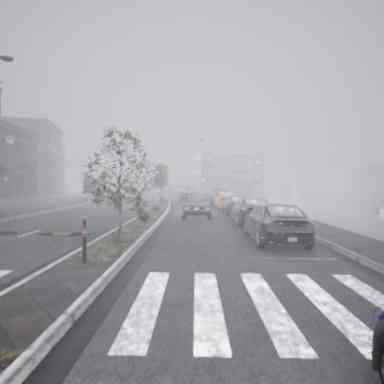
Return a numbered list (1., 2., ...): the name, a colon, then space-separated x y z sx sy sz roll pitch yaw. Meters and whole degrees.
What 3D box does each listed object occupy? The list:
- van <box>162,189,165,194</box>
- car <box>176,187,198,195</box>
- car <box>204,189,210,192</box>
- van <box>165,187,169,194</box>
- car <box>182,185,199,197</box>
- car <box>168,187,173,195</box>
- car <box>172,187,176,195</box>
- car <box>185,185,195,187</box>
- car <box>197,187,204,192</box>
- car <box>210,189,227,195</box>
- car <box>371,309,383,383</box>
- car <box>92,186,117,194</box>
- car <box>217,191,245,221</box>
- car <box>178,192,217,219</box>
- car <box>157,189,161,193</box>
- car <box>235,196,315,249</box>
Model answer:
1. van: -6.375 -0.339 89.754 1.878 1.987 4.442 0 0 -15
2. car: -0.661 0.467 40.979 1.837 1.490 4.892 0 1 -5
3. car: 2.781 0.489 34.900 2.185 1.767 4.553 0 1 -3
4. van: -4.963 -0.357 84.398 1.878 1.987 4.442 0 0 -13
5. car: -0.383 -0.237 62.616 2.435 2.045 5.566 0 1 -9
6. car: -3.658 -0.088 78.879 2.002 1.452 4.674 0 0 -13
7. car: -2.461 -0.062 73.467 2.002 1.452 4.674 0 0 -12
8. car: 0.478 -0.018 57.075 2.185 1.767 4.553 0 1 -8
9. car: 1.855 0.389 46.110 2.002 1.452 4.674 0 1 -5
10. car: 3.052 0.744 29.387 2.097 1.535 5.008 1 1 -2
11. car: 3.025 1.349 1.839 2.185 1.767 4.553 1 2 1
12. car: -20.974 -0.443 80.423 5.566 2.045 2.435 0 0 -14
13. car: 3.207 0.913 23.843 2.002 1.452 4.674 1 1 0
14. car: 0.274 0.955 22.001 2.033 1.411 5.357 1 1 -1
15. car: -7.863 -0.052 95.006 2.163 1.488 4.792 0 0 -16
16. car: 3.176 1.155 12.778 2.231 1.521 4.892 1 2 1
